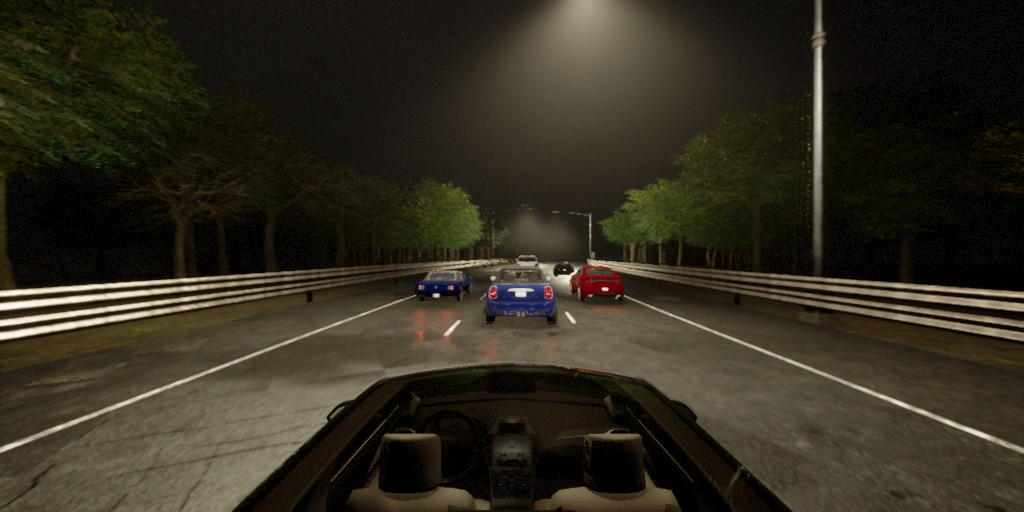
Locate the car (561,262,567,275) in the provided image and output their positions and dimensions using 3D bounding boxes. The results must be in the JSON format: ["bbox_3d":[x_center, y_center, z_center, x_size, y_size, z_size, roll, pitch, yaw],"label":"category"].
[{"bbox_3d":[5.262,1.321,36.662,1.994,1.385,4.181,0,0,5],"label":"car"}]

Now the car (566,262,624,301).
[{"bbox_3d":[3.986,1.234,17.421,1.882,1.535,5.008,0,0,2],"label":"car"}]

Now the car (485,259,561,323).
[{"bbox_3d":[0.305,1.104,12.251,2.097,1.767,4.553,0,0,2],"label":"car"}]

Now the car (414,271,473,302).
[{"bbox_3d":[-3.044,1.349,17.077,1.895,1.301,4.718,0,0,2],"label":"car"}]

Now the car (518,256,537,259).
[{"bbox_3d":[1.576,0.974,34.827,2.150,2.045,5.566,0,0,5],"label":"car"}]
